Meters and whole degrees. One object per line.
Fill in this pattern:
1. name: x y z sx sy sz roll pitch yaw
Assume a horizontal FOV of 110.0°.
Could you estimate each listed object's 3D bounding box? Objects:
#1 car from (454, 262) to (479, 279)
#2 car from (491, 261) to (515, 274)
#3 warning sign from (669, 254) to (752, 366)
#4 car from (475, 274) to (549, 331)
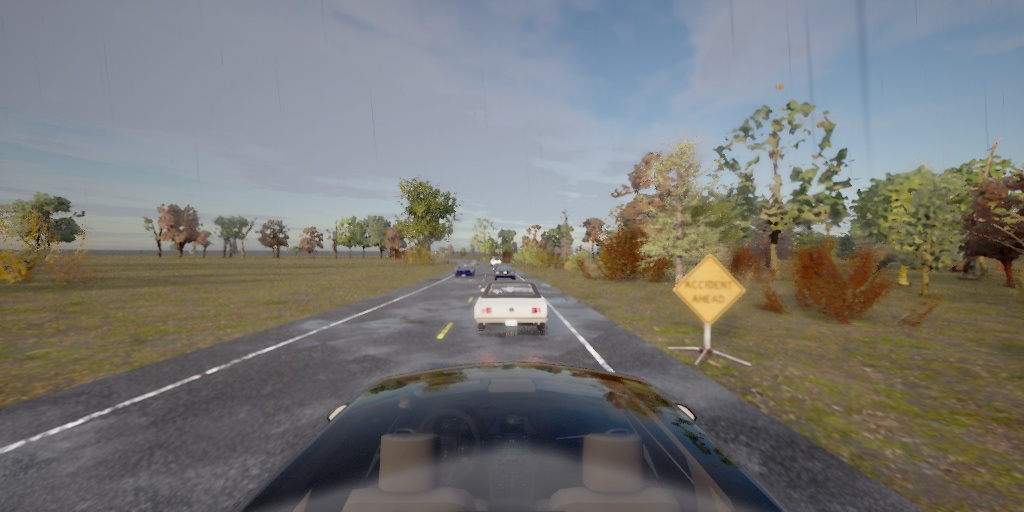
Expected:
1. car: -4.574 1.502 35.252 1.895 1.301 4.718 0 0 -3
2. car: -0.714 1.436 32.213 2.033 1.411 5.357 0 0 -3
3. warning sign: 3.527 0.890 6.492 1.300 1.860 1.060 0 0 -1
4. car: -0.031 1.401 11.193 1.895 1.301 4.718 0 0 -1
